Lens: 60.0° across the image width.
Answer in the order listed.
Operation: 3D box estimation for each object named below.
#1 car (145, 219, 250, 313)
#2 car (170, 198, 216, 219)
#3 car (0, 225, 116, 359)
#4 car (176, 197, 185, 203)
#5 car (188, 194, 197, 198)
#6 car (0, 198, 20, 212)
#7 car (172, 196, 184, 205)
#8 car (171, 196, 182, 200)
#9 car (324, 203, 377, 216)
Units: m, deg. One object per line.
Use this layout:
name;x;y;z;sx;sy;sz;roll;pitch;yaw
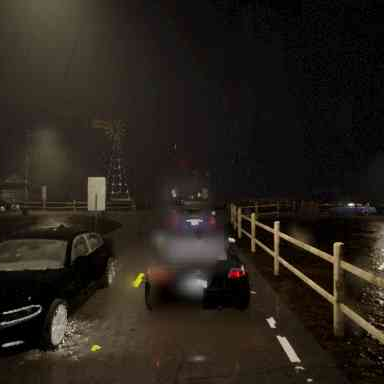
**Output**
car;0.108;1.573;7.785;1.994;1.385;4.181;0;0;0
car;0.118;1.380;16.428;2.097;1.767;4.553;0;0;0
car;-2.834;1.484;6.413;1.882;1.535;5.008;0;0;0
car;-2.645;1.933;76.617;1.895;1.301;4.718;0;0;0
car;0.136;1.724;95.305;2.150;2.045;5.566;0;-1;0
car;-20.263;1.292;34.124;4.892;1.490;1.837;1;-2;0
car;-2.691;1.613;66.398;2.097;1.767;4.553;0;0;1
car;-2.747;1.677;57.149;1.882;1.535;5.008;0;0;0
car;17.898;1.951;37.702;5.357;1.411;2.033;1;-2;0
